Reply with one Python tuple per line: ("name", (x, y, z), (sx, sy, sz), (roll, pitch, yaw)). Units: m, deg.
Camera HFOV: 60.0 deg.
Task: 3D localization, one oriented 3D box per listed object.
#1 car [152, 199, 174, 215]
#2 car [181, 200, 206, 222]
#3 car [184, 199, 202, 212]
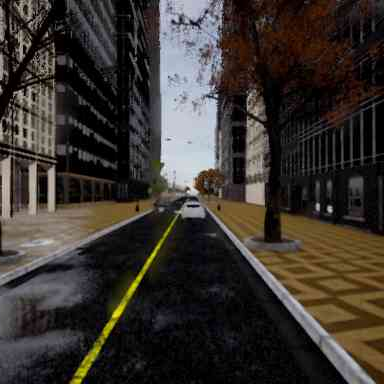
("car", (-2.842, 1.452, 33.324), (2.128, 1.511, 4.902), (0, 0, 0))
("car", (0.096, 1.495, 25.848), (1.812, 1.442, 4.674), (0, 0, 0))
("car", (0.104, 1.556, 38.768), (1.895, 1.301, 4.718), (0, 0, 0))
